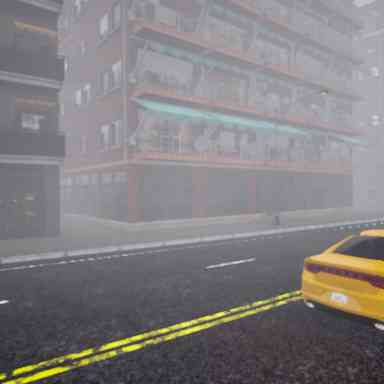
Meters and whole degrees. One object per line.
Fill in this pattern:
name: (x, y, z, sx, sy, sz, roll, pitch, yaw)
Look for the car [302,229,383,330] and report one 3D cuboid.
car: (4.256, 1.476, 6.556, 5.008, 1.535, 1.882, 0, 0, -36)
